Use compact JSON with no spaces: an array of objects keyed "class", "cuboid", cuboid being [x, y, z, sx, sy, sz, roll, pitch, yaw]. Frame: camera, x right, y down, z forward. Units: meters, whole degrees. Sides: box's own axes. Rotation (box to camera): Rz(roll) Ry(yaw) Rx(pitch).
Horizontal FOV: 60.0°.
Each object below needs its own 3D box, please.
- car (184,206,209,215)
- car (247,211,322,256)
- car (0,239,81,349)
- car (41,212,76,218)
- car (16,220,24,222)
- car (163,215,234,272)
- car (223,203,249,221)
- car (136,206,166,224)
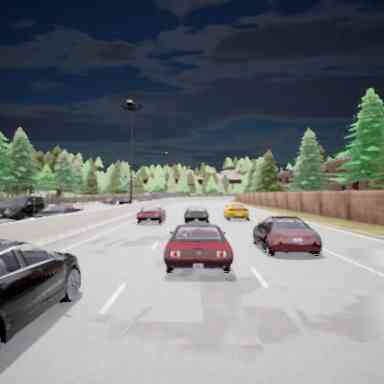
[{"class":"car","cuboid":[0.357,1.776,26.638,1.895,1.301,4.718,0,0,1]},{"class":"car","cuboid":[3.721,1.661,13.649,1.994,1.385,4.181,0,0,1]},{"class":"car","cuboid":[-3.365,1.521,5.414,2.128,1.511,4.902,0,0,1]},{"class":"car","cuboid":[-10.347,1.696,26.005,2.033,1.411,5.357,0,0,1]},{"class":"car","cuboid":[-13.836,1.371,26.853,2.150,2.045,5.566,0,-1,1]},{"class":"car","cuboid":[0.192,1.673,10.968,1.895,1.301,4.718,0,0,1]},{"class":"car","cuboid":[3.892,1.680,29.762,1.882,1.535,5.008,0,0,1]},{"class":"car","cuboid":[-3.143,1.769,26.674,1.895,1.301,4.718,0,0,1]}]
